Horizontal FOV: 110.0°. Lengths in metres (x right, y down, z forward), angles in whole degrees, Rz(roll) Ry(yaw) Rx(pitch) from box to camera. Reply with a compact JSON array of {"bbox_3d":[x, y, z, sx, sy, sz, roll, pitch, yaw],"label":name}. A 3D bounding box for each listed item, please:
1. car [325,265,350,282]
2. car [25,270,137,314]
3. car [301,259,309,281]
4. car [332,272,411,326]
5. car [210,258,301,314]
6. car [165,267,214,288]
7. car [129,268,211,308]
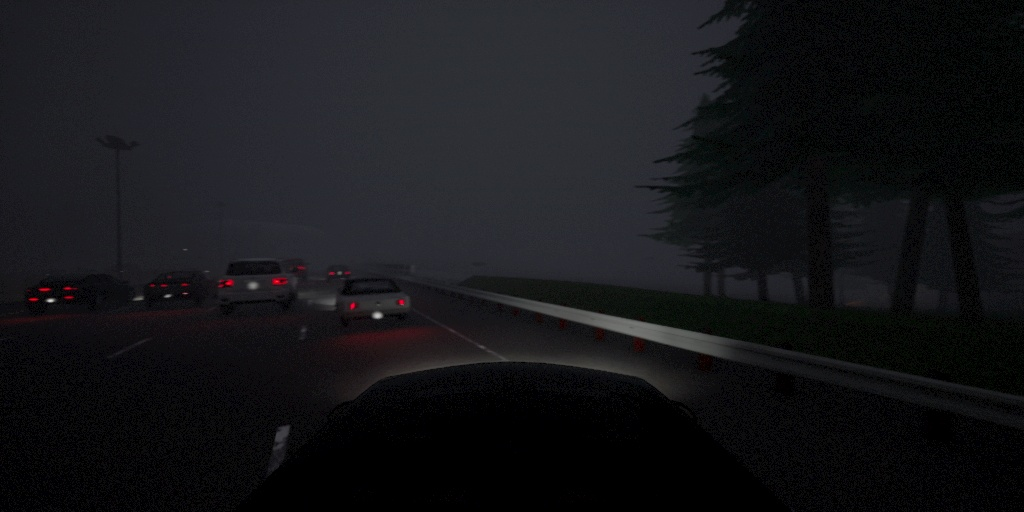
[{"bbox_3d":[-15.210,1.455,31.362,2.033,1.411,5.357,-1,0,-28],"label":"car"},{"bbox_3d":[-18.782,1.532,15.846,1.837,1.490,4.892,-1,-1,-28],"label":"car"},{"bbox_3d":[-19.582,1.206,32.084,2.150,2.045,5.566,-1,0,-28],"label":"car"},{"bbox_3d":[-4.842,1.397,12.074,1.895,1.301,4.718,-1,0,-28],"label":"car"},{"bbox_3d":[-10.388,1.108,15.014,2.150,2.045,5.566,-1,0,-28],"label":"car"},{"bbox_3d":[-25.799,1.673,28.880,1.994,1.385,4.181,-1,0,-28],"label":"car"},{"bbox_3d":[-15.434,1.461,17.007,2.128,1.511,4.902,-1,0,-28],"label":"car"}]
